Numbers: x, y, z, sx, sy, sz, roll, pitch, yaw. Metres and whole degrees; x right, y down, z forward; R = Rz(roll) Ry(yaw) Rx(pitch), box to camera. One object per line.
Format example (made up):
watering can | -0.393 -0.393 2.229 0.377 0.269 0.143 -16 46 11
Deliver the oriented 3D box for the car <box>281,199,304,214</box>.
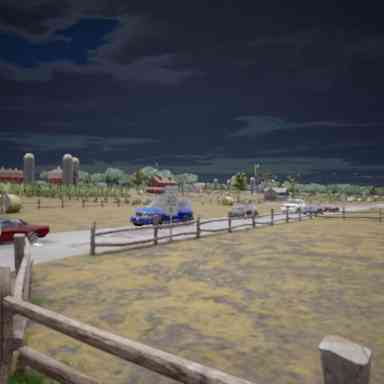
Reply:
car | 15.023 2.095 48.987 2.150 2.045 5.566 2 0 36

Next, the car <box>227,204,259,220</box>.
car | 5.583 2.105 35.933 1.837 1.490 4.892 2 0 36

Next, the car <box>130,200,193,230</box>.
car | -2.127 1.602 25.094 2.150 2.045 5.566 2 -1 35

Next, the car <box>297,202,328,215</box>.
car | 17.170 2.498 47.128 2.033 1.411 5.357 2 0 36

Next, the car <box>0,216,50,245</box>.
car | -8.906 1.791 14.790 1.895 1.301 4.718 2 0 28

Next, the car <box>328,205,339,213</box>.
car | 23.299 2.745 55.694 1.895 1.301 4.718 2 0 36
